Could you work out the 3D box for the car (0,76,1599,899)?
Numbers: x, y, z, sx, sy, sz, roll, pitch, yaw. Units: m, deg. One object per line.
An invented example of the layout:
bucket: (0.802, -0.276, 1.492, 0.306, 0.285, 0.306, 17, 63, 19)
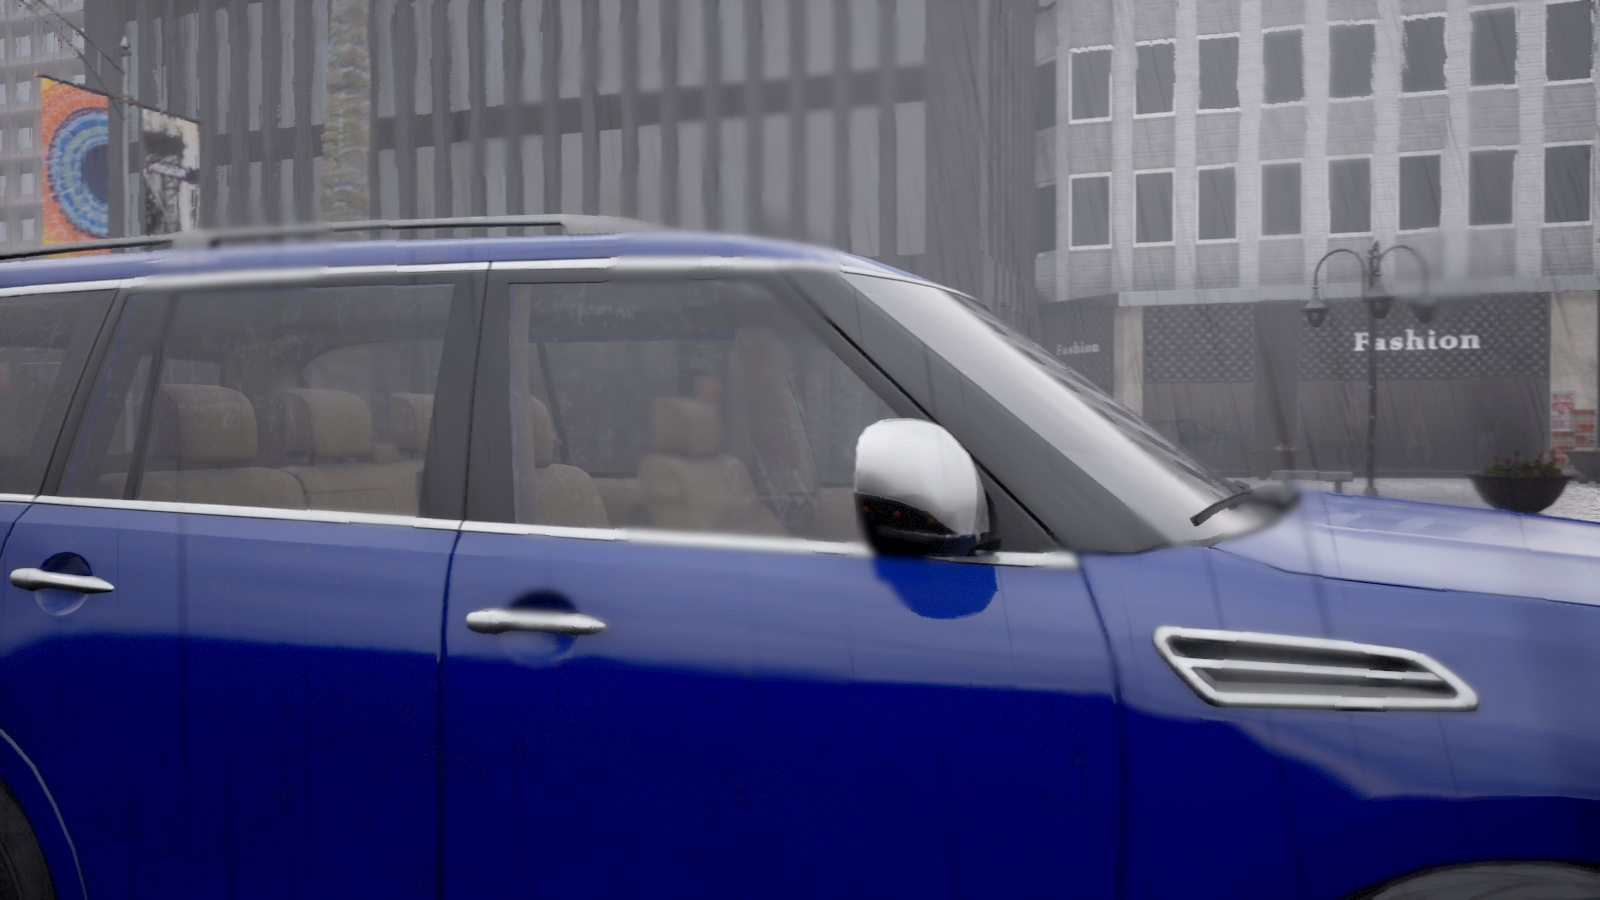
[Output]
car: (-0.269, 0.492, 3.280, 5.566, 2.045, 2.150, 1, 1, 19)
